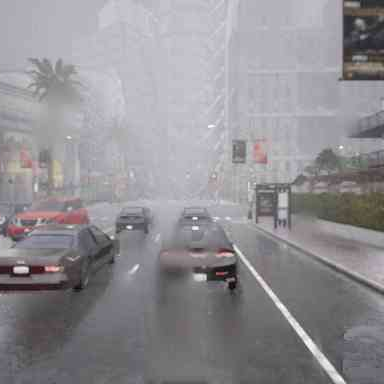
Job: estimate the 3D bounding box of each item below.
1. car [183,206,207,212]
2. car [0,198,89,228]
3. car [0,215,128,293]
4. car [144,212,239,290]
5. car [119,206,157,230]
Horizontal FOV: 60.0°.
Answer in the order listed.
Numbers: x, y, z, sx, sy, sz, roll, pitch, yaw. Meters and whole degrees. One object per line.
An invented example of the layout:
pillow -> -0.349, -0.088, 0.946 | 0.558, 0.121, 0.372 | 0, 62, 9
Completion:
car -> 0.176, 1.611, 19.766 | 1.837, 1.490, 4.892 | 0, 0, 0
car -> -6.989, 1.312, 16.946 | 2.150, 2.045, 5.566 | 0, -1, 1
car -> -3.362, 1.595, 9.080 | 2.033, 1.411, 5.357 | 0, 0, 0
car -> 0.143, 1.541, 9.235 | 2.128, 1.511, 4.902 | 0, 0, 0
car -> -3.321, 1.612, 20.151 | 1.837, 1.490, 4.892 | 0, 0, 0
